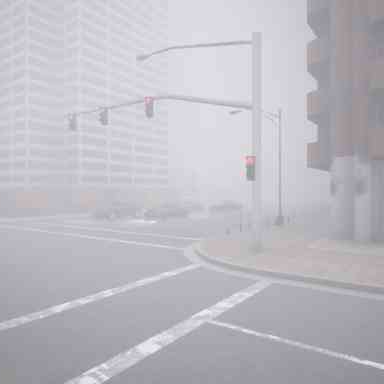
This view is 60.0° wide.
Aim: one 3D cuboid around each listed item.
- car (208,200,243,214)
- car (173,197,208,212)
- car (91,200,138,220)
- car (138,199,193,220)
[{"bbox_3d":[3.761,1.601,36.259,1.895,1.301,4.718,0,0,35],"label":"car"},{"bbox_3d":[-0.500,1.564,36.290,1.994,1.385,4.181,0,0,35],"label":"car"},{"bbox_3d":[-6.221,1.505,28.164,1.837,1.490,4.892,0,0,35],"label":"car"},{"bbox_3d":[-2.111,1.564,27.924,1.994,1.385,4.181,0,0,35],"label":"car"}]
